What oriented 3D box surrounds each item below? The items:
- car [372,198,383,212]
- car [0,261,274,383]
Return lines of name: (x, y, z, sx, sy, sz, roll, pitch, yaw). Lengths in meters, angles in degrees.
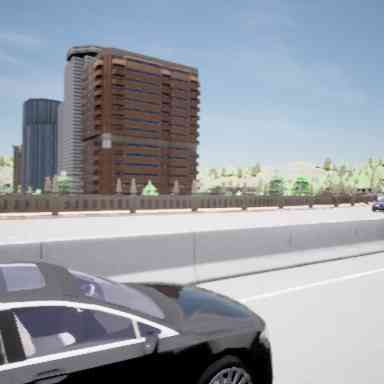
car: (20.760, 1.376, 35.302, 4.674, 1.442, 1.812, 0, 1, -42)
car: (-1.415, 1.412, 2.865, 4.902, 1.511, 2.128, 1, 1, -32)
